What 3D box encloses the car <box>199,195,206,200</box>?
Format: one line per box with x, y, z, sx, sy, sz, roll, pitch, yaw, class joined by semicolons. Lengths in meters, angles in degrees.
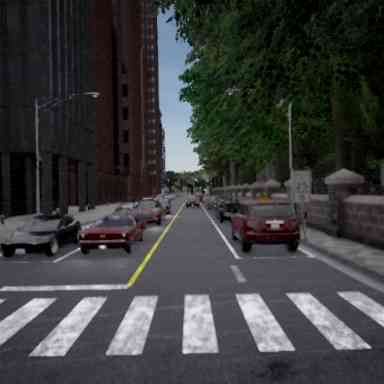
2.791;1.384;89.748;1.947;1.339;4.313;-1;0;0;car

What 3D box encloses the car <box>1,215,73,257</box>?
-5.771;1.622;13.352;1.947;1.339;4.313;-1;0;0;car

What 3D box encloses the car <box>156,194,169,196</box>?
-5.754;1.317;57.008;2.192;1.841;5.009;-1;0;0;car

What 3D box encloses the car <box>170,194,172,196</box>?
-5.744;1.537;67.923;1.887;1.381;4.507;-1;0;0;car

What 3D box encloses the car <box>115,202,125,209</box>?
-5.764;1.586;29.723;2.008;1.369;4.403;-1;0;0;car

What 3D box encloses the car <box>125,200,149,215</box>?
-5.760;1.610;35.180;1.802;1.307;4.206;-1;0;0;car

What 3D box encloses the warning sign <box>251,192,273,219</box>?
5.054;0.955;24.011;1.300;1.860;1.060;-1;0;0;warning sign

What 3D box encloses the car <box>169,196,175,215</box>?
-3.090;1.485;34.024;1.837;1.490;4.892;-1;0;0;car

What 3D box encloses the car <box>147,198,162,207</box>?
-5.752;1.590;51.552;1.802;1.307;4.206;-1;0;0;car

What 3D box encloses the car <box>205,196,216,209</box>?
2.763;1.420;35.183;2.008;1.369;4.403;-1;0;0;car

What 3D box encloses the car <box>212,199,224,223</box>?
2.758;1.448;24.270;1.947;1.339;4.313;-1;0;0;car

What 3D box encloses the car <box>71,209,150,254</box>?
-3.108;1.606;13.798;1.895;1.301;4.718;-1;0;0;car

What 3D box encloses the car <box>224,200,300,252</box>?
2.748;1.211;13.357;2.192;1.841;5.009;-1;0;0;car

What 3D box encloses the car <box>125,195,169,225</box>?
-3.106;1.345;23.790;2.097;1.767;4.553;-1;0;1;car

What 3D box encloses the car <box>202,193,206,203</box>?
2.766;1.296;46.096;1.967;1.590;4.097;-1;0;0;car

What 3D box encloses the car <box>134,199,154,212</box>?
-5.757;1.604;40.637;1.802;1.307;4.206;-1;0;0;car

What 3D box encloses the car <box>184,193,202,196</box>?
0.112;1.383;58.058;2.128;1.511;4.902;-1;0;0;car

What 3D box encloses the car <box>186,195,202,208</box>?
0.111;1.506;46.510;1.895;1.301;4.718;-1;0;0;car

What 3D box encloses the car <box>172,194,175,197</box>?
-5.741;1.425;78.837;1.967;1.590;4.097;-1;0;0;car

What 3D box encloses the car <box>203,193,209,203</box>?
2.764;1.302;40.639;1.967;1.590;4.097;-1;0;0;car

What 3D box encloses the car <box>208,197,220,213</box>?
2.760;1.426;29.726;2.008;1.369;4.403;-1;0;0;car

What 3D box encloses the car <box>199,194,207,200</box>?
2.787;1.346;84.462;1.752;1.417;4.829;-1;0;0;car
